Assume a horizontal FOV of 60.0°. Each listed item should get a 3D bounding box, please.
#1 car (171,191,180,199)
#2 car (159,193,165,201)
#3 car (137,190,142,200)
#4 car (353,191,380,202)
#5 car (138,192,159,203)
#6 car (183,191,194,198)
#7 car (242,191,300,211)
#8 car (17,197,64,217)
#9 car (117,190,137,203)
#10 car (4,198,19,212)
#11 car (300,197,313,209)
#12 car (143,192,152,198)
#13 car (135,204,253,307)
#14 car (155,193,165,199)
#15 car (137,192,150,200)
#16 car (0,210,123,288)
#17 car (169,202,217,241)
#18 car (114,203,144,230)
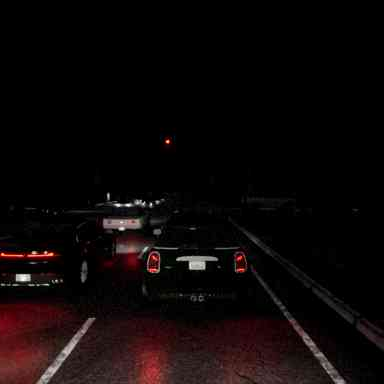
[{"bbox_3d":[-3.836,0.789,77.931,1.882,1.535,5.008,0,1,-2],"label":"car"},{"bbox_3d":[-7.171,1.005,66.088,2.033,1.411,5.357,0,1,1],"label":"car"},{"bbox_3d":[-10.681,0.709,63.313,2.150,2.045,5.566,0,1,0],"label":"car"},{"bbox_3d":[21.877,0.922,39.734,5.566,2.045,2.150,0,1,-3],"label":"car"},{"bbox_3d":[-7.200,1.105,56.020,2.033,1.411,5.357,0,1,0],"label":"car"},{"bbox_3d":[-0.680,0.707,86.096,1.812,1.442,4.674,0,1,-4],"label":"car"},{"bbox_3d":[8.061,0.961,35.210,5.566,2.045,2.150,0,1,-3],"label":"car"},{"bbox_3d":[-11.808,1.324,26.366,1.837,1.490,4.892,3,-3,-44],"label":"car"},{"bbox_3d":[-10.695,0.928,53.872,2.097,1.767,4.553,0,0,0],"label":"car"},{"bbox_3d":[-16.336,1.244,33.793,4.902,1.511,2.128,0,1,-3],"label":"car"},{"bbox_3d":[12.126,1.306,39.167,4.718,1.301,1.895,0,1,-3],"label":"car"},{"bbox_3d":[-11.067,0.749,83.759,1.812,1.442,4.674,0,1,-2],"label":"car"},{"bbox_3d":[0.088,1.323,8.092,2.097,1.767,4.553,0,0,0],"label":"car"},{"bbox_3d":[-7.301,0.870,76.515,2.033,1.411,5.357,0,1,-1],"label":"car"},{"bbox_3d":[-10.732,0.894,73.537,2.128,1.511,4.902,0,1,-1],"label":"car"},{"bbox_3d":[-3.415,1.468,9.145,1.837,1.490,4.892,0,0,0],"label":"car"},{"bbox_3d":[0.061,1.388,17.289,2.128,1.511,4.902,0,0,1],"label":"car"},{"bbox_3d":[-3.435,1.487,18.466,1.895,1.301,4.718,0,1,0],"label":"car"}]
